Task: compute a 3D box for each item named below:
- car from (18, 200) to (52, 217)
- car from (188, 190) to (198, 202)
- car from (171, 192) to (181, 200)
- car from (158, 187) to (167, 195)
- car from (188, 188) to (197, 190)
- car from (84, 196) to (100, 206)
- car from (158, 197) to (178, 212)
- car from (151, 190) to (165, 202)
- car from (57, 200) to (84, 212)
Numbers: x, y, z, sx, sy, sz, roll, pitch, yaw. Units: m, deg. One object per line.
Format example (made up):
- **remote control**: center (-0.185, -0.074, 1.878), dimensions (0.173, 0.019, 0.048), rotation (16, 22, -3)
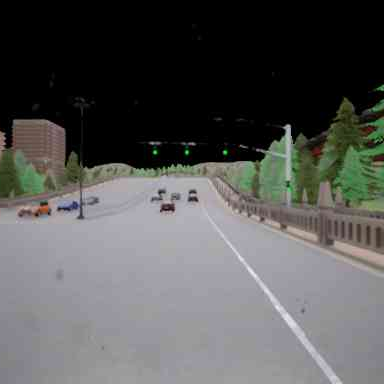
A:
- **car**: center (-17.564, 1.843, 37.365), dimensions (2.097, 1.767, 4.553), rotation (0, -1, 0)
- **car**: center (0.198, 1.026, 63.454), dimensions (1.882, 1.535, 5.008), rotation (0, 5, 0)
- **car**: center (-3.280, 0.709, 67.398), dimensions (2.033, 1.411, 5.357), rotation (0, 6, 0)
- **car**: center (-6.829, -0.304, 76.020), dimensions (1.837, 1.490, 4.892), rotation (0, 6, 0)
- **car**: center (0.168, -0.259, 75.565), dimensions (1.837, 1.490, 4.892), rotation (0, 6, 0)
- **car**: center (-17.491, 1.501, 57.727), dimensions (2.128, 1.511, 4.902), rotation (0, 4, 1)
- **car**: center (-3.379, 1.948, 47.488), dimensions (1.882, 1.535, 5.008), rotation (0, 1, 0)
- **car**: center (-6.807, 0.986, 64.446), dimensions (1.812, 1.442, 4.674), rotation (0, 5, 0)
- **car**: center (-17.545, 1.948, 47.383), dimensions (1.882, 1.535, 5.008), rotation (0, 1, 0)
